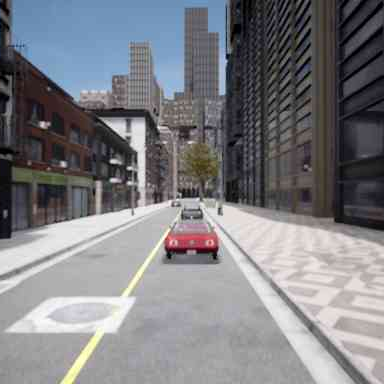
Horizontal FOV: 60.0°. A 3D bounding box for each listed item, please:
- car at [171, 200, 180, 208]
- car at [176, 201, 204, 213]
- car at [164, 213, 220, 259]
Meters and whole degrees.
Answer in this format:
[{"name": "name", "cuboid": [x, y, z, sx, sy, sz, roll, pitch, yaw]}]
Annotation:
[{"name": "car", "cuboid": [-3.073, 2.241, 65.048, 2.128, 1.511, 4.902, 0, -1, 1]}, {"name": "car", "cuboid": [-0.006, 1.804, 28.510, 2.128, 1.511, 4.902, 0, -1, 0]}, {"name": "car", "cuboid": [0.003, 1.741, 13.251, 1.895, 1.301, 4.718, 0, -1, 0]}]
